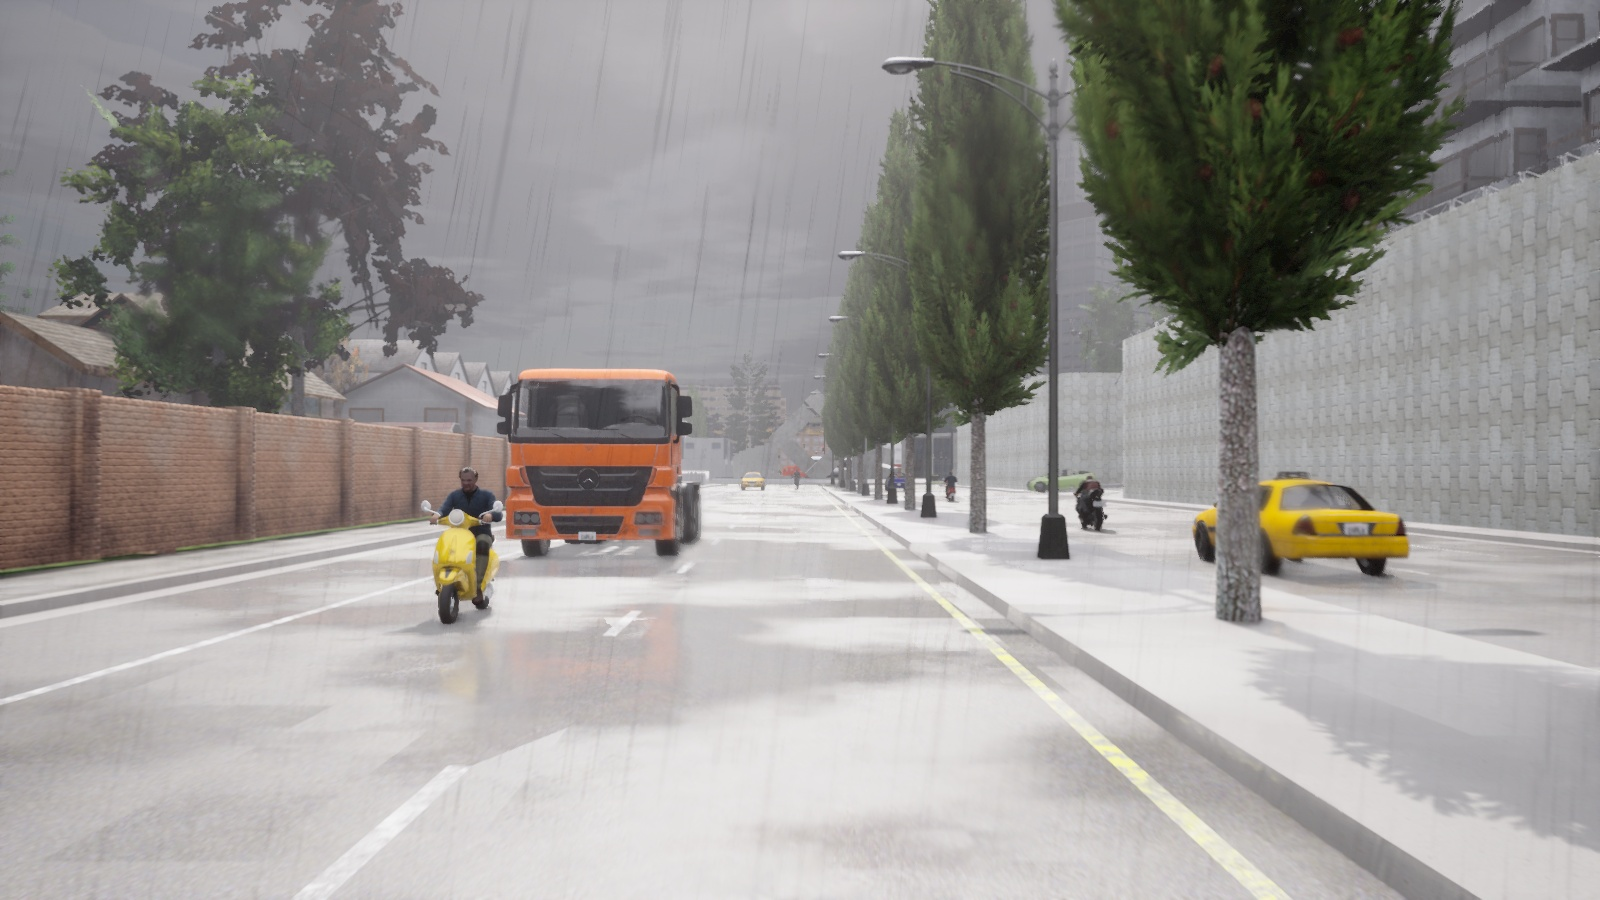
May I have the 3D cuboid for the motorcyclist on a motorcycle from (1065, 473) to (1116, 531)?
[{"bbox_3d":[7.917,1.393,34.337,0.866,1.530,2.191,0,-1,0],"label":"motorcyclist on a motorcycle"}]

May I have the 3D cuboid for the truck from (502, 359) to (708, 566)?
[{"bbox_3d":[-3.565,0.266,25.030,2.891,3.462,7.936,0,-1,0],"label":"truck"}]

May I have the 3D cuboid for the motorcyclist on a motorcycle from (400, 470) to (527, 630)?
[{"bbox_3d":[-3.533,1.006,13.369,0.866,1.590,1.817,0,-1,0],"label":"motorcyclist on a motorcycle"}]

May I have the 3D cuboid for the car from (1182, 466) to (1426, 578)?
[{"bbox_3d":[7.950,1.065,20.475,1.801,1.575,5.366,0,-1,0],"label":"car"}]

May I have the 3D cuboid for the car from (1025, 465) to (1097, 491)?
[{"bbox_3d":[17.287,1.871,83.322,4.514,1.525,2.007,-2,-1,9],"label":"car"}]
